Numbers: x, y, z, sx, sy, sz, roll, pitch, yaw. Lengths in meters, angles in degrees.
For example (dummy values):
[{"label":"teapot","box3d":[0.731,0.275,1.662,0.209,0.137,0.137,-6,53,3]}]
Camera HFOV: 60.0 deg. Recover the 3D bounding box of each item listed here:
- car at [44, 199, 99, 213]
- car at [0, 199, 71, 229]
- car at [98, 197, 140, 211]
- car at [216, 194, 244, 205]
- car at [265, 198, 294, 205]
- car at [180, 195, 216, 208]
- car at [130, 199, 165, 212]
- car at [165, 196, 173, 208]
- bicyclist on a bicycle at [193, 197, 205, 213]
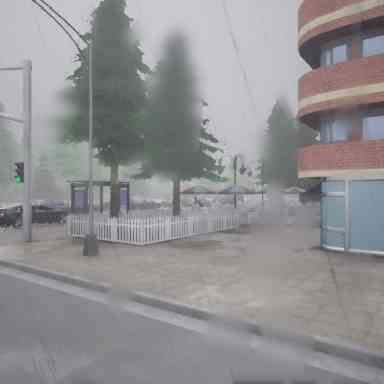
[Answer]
[{"label":"car","box3d":[-11.265,1.545,31.573,1.895,1.301,4.718,0,0,36]},{"label":"car","box3d":[-9.967,1.448,21.106,1.837,1.490,4.892,0,0,36]},{"label":"car","box3d":[-8.844,1.422,40.638,1.882,1.535,5.008,0,0,38]},{"label":"car","box3d":[6.043,1.166,54.938,5.566,2.045,2.150,0,0,-31]},{"label":"car","box3d":[13.351,1.545,50.751,4.718,1.301,1.895,0,0,-26]},{"label":"car","box3d":[0.816,1.508,46.492,4.181,1.385,1.994,0,0,-43]},{"label":"car","box3d":[-5.796,1.545,38.933,1.895,1.301,4.718,0,0,37]},{"label":"car","box3d":[-2.251,1.296,48.340,4.553,1.767,2.097,0,0,-43]},{"label":"bicyclist on a bicycle","box3d":[0.424,1.245,27.312,1.656,1.620,0.582,0,0,36]}]
